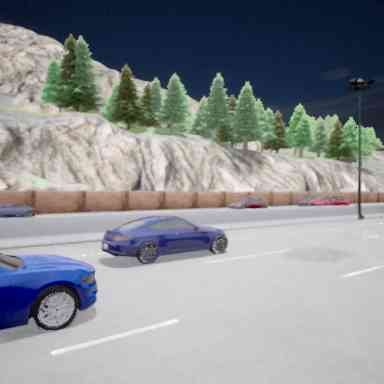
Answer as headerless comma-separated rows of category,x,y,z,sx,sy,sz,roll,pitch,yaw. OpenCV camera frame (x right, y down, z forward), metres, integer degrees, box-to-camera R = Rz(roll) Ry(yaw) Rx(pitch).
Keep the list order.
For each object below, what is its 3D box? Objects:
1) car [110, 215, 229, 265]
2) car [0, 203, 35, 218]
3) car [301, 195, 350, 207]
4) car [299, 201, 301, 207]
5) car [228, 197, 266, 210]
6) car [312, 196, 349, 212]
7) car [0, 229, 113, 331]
car,-0.830,1.541,11.752,4.674,1.442,1.812,0,0,-36
car,-15.277,1.573,27.485,4.181,1.385,1.994,0,0,-35
car,14.653,1.305,35.688,5.566,2.045,2.150,1,0,-34
car,18.443,1.463,50.913,4.553,1.767,2.097,0,0,-34
car,6.352,1.420,38.480,4.553,1.767,2.097,0,0,-34
car,17.399,1.446,41.761,4.553,1.767,2.097,0,0,-34
car,-4.023,1.477,5.175,5.008,1.535,1.882,0,0,-36
